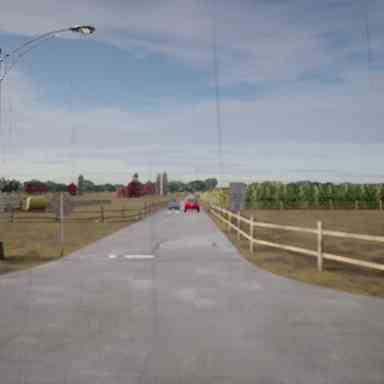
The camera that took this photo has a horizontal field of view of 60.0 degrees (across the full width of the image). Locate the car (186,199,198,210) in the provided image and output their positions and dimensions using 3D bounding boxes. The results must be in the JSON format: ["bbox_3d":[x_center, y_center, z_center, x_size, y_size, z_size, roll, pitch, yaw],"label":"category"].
[{"bbox_3d":[-0.024,2.074,57.429,2.097,1.767,4.553,0,-1,0],"label":"car"}]

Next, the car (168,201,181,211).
[{"bbox_3d":[-2.773,2.191,52.448,2.033,1.411,5.357,0,-1,0],"label":"car"}]

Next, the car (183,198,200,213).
[{"bbox_3d":[-0.019,1.805,47.070,2.150,2.045,5.566,0,-1,0],"label":"car"}]
